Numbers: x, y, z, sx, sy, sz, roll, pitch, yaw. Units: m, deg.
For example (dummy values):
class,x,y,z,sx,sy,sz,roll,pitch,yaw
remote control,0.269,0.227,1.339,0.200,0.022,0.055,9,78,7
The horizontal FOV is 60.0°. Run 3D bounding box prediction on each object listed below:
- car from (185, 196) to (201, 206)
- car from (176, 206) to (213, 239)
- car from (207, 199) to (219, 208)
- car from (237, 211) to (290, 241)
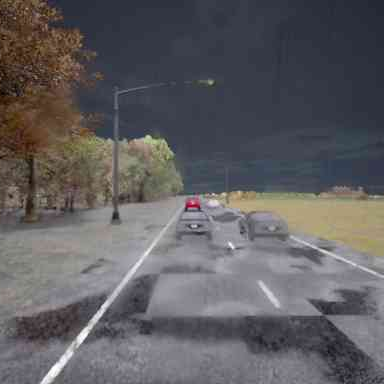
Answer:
class,x,y,z,sx,sy,sz,roll,pitch,yaw
car,0.114,1.628,48.166,2.150,2.045,5.566,0,0,0
car,0.105,1.710,18.415,2.033,1.411,5.357,0,0,0
car,3.614,1.998,56.566,1.812,1.442,4.674,0,0,0
car,3.605,1.702,17.511,2.033,1.411,5.357,0,0,0
